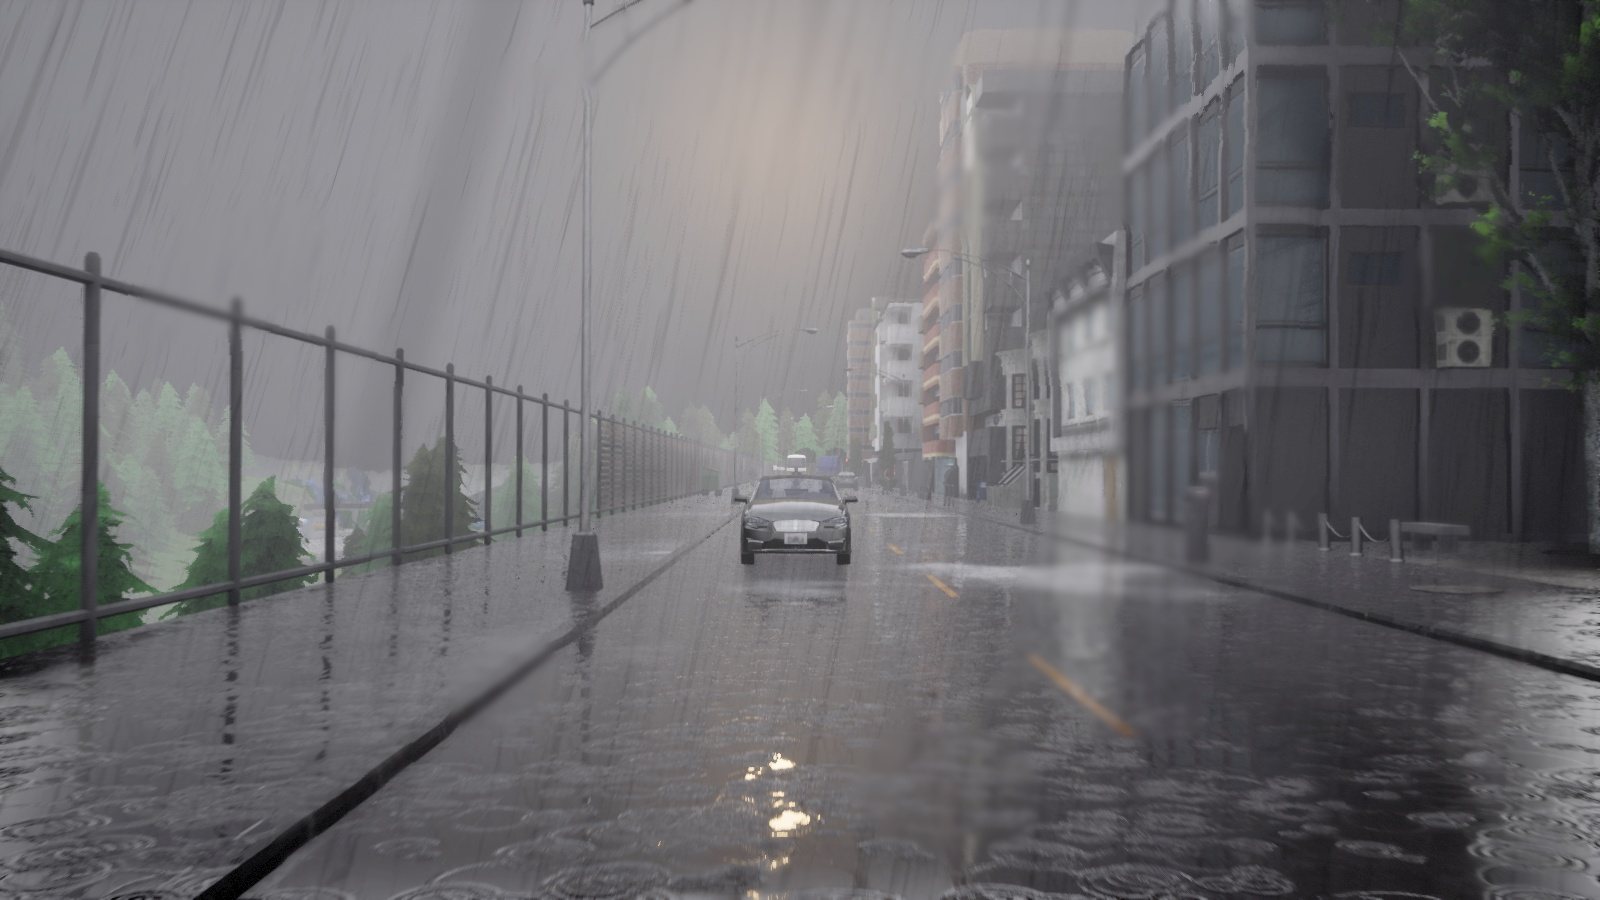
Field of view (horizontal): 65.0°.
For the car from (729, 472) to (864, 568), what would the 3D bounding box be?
[{"bbox_3d":[-0.063,1.145,22.308,2.128,1.511,4.902,0,-1,0],"label":"car"}]
